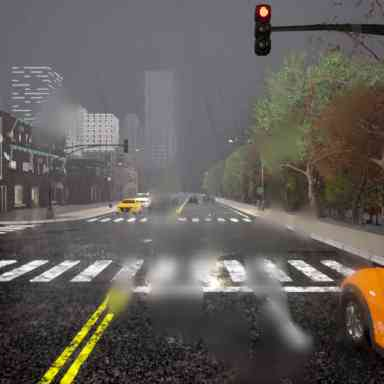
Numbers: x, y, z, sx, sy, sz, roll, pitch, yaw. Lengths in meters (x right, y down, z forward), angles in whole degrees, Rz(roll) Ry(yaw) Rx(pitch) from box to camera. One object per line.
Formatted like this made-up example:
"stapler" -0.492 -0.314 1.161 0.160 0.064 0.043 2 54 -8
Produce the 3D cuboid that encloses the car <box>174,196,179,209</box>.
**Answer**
"car" -3.243 1.548 44.923 1.994 1.385 4.181 0 0 0

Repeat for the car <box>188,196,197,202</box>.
"car" 0.165 1.565 74.941 1.895 1.301 4.718 0 0 0

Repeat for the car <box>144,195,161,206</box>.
"car" -6.465 1.332 54.799 2.097 1.767 4.553 0 0 0

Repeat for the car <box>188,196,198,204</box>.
"car" 0.238 1.523 64.448 2.033 1.411 5.357 0 0 1

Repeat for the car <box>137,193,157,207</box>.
"car" -6.492 1.206 44.838 2.150 2.045 5.566 0 0 0

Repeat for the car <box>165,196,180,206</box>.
"car" -3.215 1.471 54.951 2.128 1.511 4.902 0 0 0

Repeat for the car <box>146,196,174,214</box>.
"car" -3.270 1.466 34.913 1.882 1.535 5.008 0 0 0

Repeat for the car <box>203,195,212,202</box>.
"car" 3.415 1.447 74.889 1.882 1.535 5.008 0 0 0

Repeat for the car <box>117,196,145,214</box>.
"car" -6.517 1.466 34.900 1.882 1.535 5.008 0 0 0

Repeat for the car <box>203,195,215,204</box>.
"car" 3.488 1.467 64.724 2.128 1.511 4.902 0 0 0

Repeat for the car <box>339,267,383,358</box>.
"car" 3.359 1.351 3.408 2.097 1.767 4.553 0 0 0
